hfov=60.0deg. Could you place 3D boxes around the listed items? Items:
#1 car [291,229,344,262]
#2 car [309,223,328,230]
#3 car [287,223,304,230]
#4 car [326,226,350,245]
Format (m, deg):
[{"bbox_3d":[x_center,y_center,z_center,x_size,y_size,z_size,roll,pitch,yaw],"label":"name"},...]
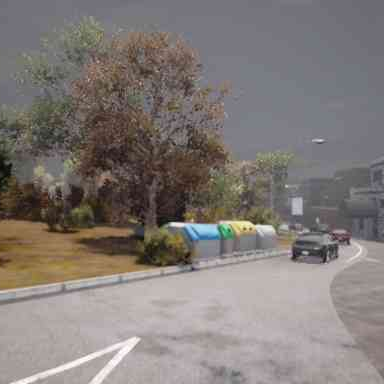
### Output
[{"bbox_3d":[7.287,3.153,19.433,1.837,1.490,4.892,0,-5,34],"label":"car"},{"bbox_3d":[19.604,5.748,51.241,2.150,2.045,5.566,0,-4,8],"label":"car"},{"bbox_3d":[20.283,6.765,65.151,2.033,1.411,5.357,0,-2,-1],"label":"car"},{"bbox_3d":[15.800,4.771,35.807,1.882,1.535,5.008,0,-5,21],"label":"car"}]
